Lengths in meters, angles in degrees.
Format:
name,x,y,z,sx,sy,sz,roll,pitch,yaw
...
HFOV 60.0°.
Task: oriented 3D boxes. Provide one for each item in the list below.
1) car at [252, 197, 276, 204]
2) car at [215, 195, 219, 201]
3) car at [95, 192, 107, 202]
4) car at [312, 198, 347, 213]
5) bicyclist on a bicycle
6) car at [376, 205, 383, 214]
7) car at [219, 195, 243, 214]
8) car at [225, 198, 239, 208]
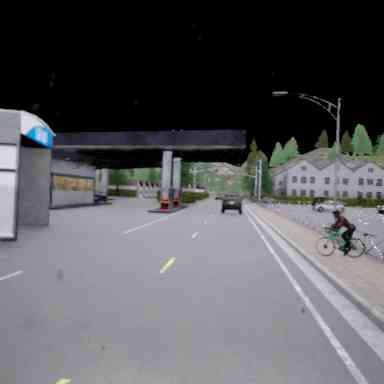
name,x,y,z,sx,sy,sz,roll,pitch,yaw
car,15.162,1.757,70.212,4.902,1.511,2.128,2,0,7
car,7.168,1.615,89.366,2.033,1.411,5.357,2,0,7
car,-14.774,0.800,51.423,2.242,1.667,4.611,2,0,6
car,17.932,1.949,43.753,3.806,1.475,1.970,2,0,6
bicyclist on a bicycle,5.176,1.472,11.614,1.656,1.620,0.582,2,0,7
car,26.364,2.009,42.819,4.605,1.855,1.932,2,0,6
car,4.467,1.309,37.121,2.150,2.045,5.566,2,0,7
car,6.148,1.684,51.123,1.994,1.385,4.181,2,0,7
